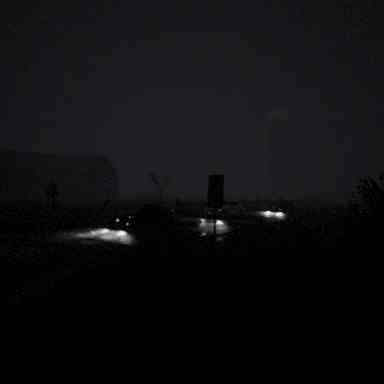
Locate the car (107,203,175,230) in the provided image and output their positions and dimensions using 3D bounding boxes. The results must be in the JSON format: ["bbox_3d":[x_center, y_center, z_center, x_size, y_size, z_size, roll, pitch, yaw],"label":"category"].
[{"bbox_3d":[-2.810,1.314,19.131,1.994,1.385,4.181,2,1,34],"label":"car"}]

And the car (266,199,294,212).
[{"bbox_3d":[9.999,1.513,37.525,1.994,1.385,4.181,2,1,37],"label":"car"}]

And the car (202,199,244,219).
[{"bbox_3d":[2.681,1.356,27.504,1.812,1.442,4.674,2,1,35],"label":"car"}]
